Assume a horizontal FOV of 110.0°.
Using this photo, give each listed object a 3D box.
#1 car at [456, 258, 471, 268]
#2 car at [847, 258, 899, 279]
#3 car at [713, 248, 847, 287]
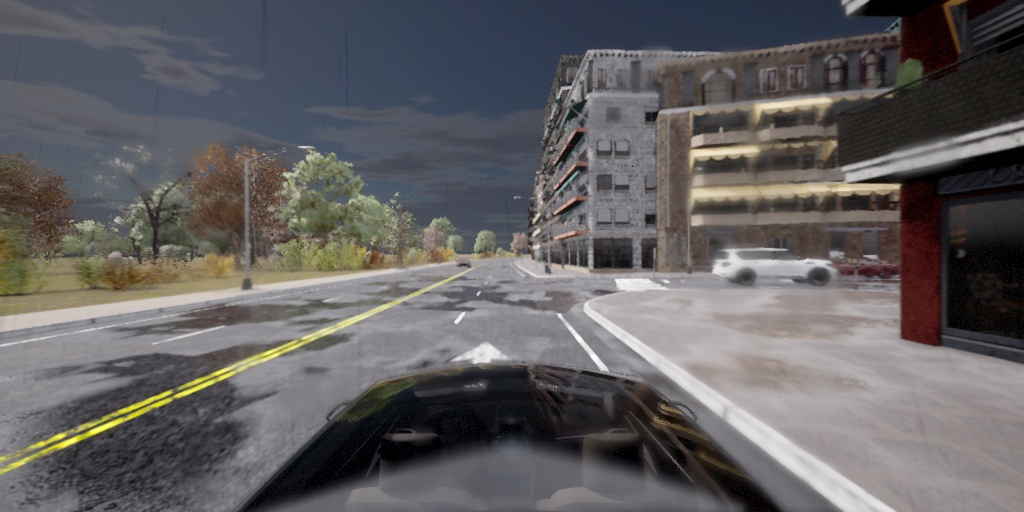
[{"bbox_3d":[-7.901,1.041,58.899,2.097,1.767,4.553,0,0,-1],"label":"car"},{"bbox_3d":[22.414,0.790,23.471,4.207,1.307,1.802,0,0,15],"label":"car"},{"bbox_3d":[14.268,0.579,19.778,5.566,2.045,2.150,-1,0,15],"label":"car"}]
